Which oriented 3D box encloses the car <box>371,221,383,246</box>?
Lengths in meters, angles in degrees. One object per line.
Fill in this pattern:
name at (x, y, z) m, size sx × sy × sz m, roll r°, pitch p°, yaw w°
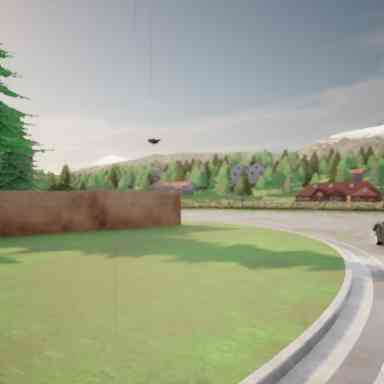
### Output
car at (8.583, 1.586, 12.966) m, size 1.882 × 1.535 × 5.008 m, roll 0°, pitch -1°, yaw 14°
